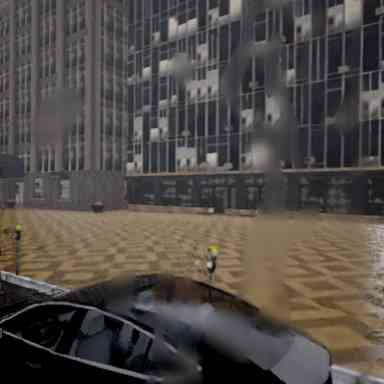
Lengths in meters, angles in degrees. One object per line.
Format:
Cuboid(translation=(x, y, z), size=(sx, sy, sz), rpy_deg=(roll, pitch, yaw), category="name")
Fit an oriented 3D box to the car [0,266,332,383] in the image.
Cuboid(translation=(-0.815, 1.565, 3.446), size=(4.313, 1.339, 1.947), rpy_deg=(0, 1, 36), category="car")
